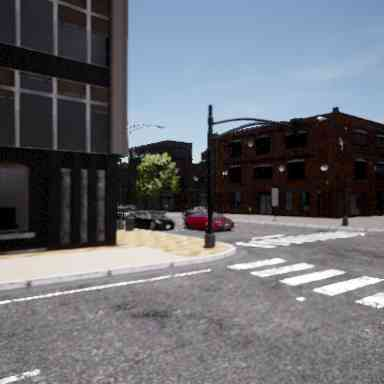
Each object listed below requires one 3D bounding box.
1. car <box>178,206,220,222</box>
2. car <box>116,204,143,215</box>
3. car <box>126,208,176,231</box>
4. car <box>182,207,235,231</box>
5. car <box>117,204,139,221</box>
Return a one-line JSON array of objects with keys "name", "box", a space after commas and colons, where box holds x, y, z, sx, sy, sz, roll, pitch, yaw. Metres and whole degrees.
[{"name": "car", "box": [0.655, 2.222, 34.836, 2.008, 1.369, 4.403, -1, 0, -37]}, {"name": "car", "box": [-8.922, 2.464, 47.486, 2.008, 1.369, 4.403, -1, 0, -37]}, {"name": "car", "box": [-2.968, 2.112, 25.243, 1.947, 1.339, 4.313, -1, 0, -37]}, {"name": "car", "box": [1.187, 2.073, 24.231, 1.994, 1.385, 4.181, 0, -1, -37]}, {"name": "car", "box": [-8.205, 2.240, 36.843, 2.128, 1.511, 4.902, 0, -1, -37]}]
